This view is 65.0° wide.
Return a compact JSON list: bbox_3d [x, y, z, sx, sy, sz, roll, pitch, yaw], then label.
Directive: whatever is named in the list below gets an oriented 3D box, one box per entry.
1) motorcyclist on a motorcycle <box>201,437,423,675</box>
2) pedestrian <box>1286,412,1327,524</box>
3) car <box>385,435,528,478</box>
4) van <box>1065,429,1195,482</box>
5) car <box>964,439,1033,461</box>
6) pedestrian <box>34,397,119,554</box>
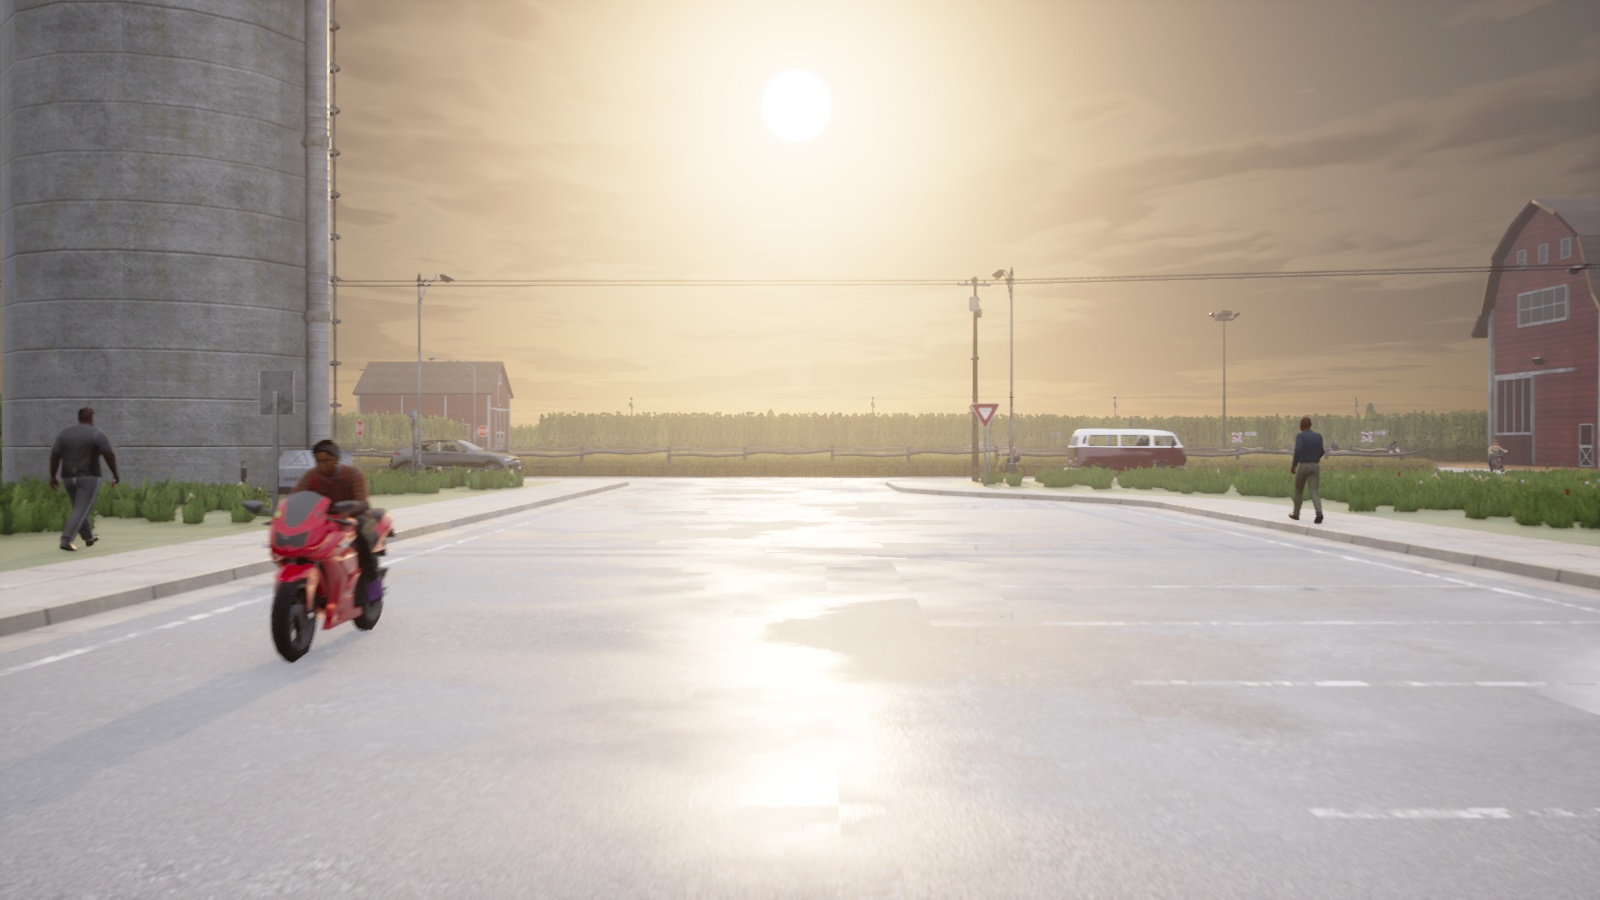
[{"bbox_3d":[-3.433,0.675,9.062,0.797,1.523,2.044,0,0,0],"label":"motorcyclist on a motorcycle"},{"bbox_3d":[8.451,0.290,20.961,0.370,1.835,0.726,0,0,-1],"label":"pedestrian"},{"bbox_3d":[-13.427,0.237,49.284,5.027,1.651,2.152,0,0,1],"label":"car"},{"bbox_3d":[12.741,0.206,48.686,4.480,2.038,2.069,0,0,-2],"label":"van"},{"bbox_3d":[15.474,-0.019,98.079,5.027,1.651,2.152,0,0,2],"label":"car"},{"bbox_3d":[-8.892,0.303,15.455,0.563,1.883,0.849,0,0,-1],"label":"pedestrian"}]
